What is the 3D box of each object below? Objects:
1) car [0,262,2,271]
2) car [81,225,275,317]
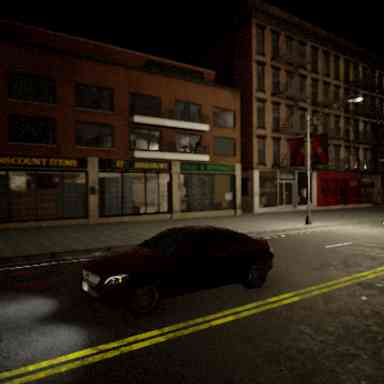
[{"bbox_3d":[-6.946,1.553,6.713,5.357,1.411,2.033,0,0,-35],"label":"car"},{"bbox_3d":[-0.093,1.514,7.583,4.674,1.442,1.812,0,0,-35],"label":"car"}]
